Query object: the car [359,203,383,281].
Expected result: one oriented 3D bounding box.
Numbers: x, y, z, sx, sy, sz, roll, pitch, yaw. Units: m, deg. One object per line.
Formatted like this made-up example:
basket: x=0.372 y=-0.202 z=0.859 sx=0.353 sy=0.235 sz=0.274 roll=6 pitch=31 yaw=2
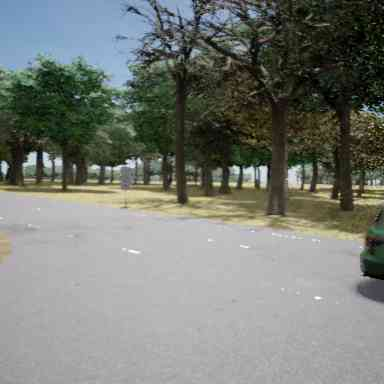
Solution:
car: x=6.258 y=1.352 z=6.229 sx=5.566 sy=2.045 sz=2.150 roll=4 pitch=3 yaw=39
